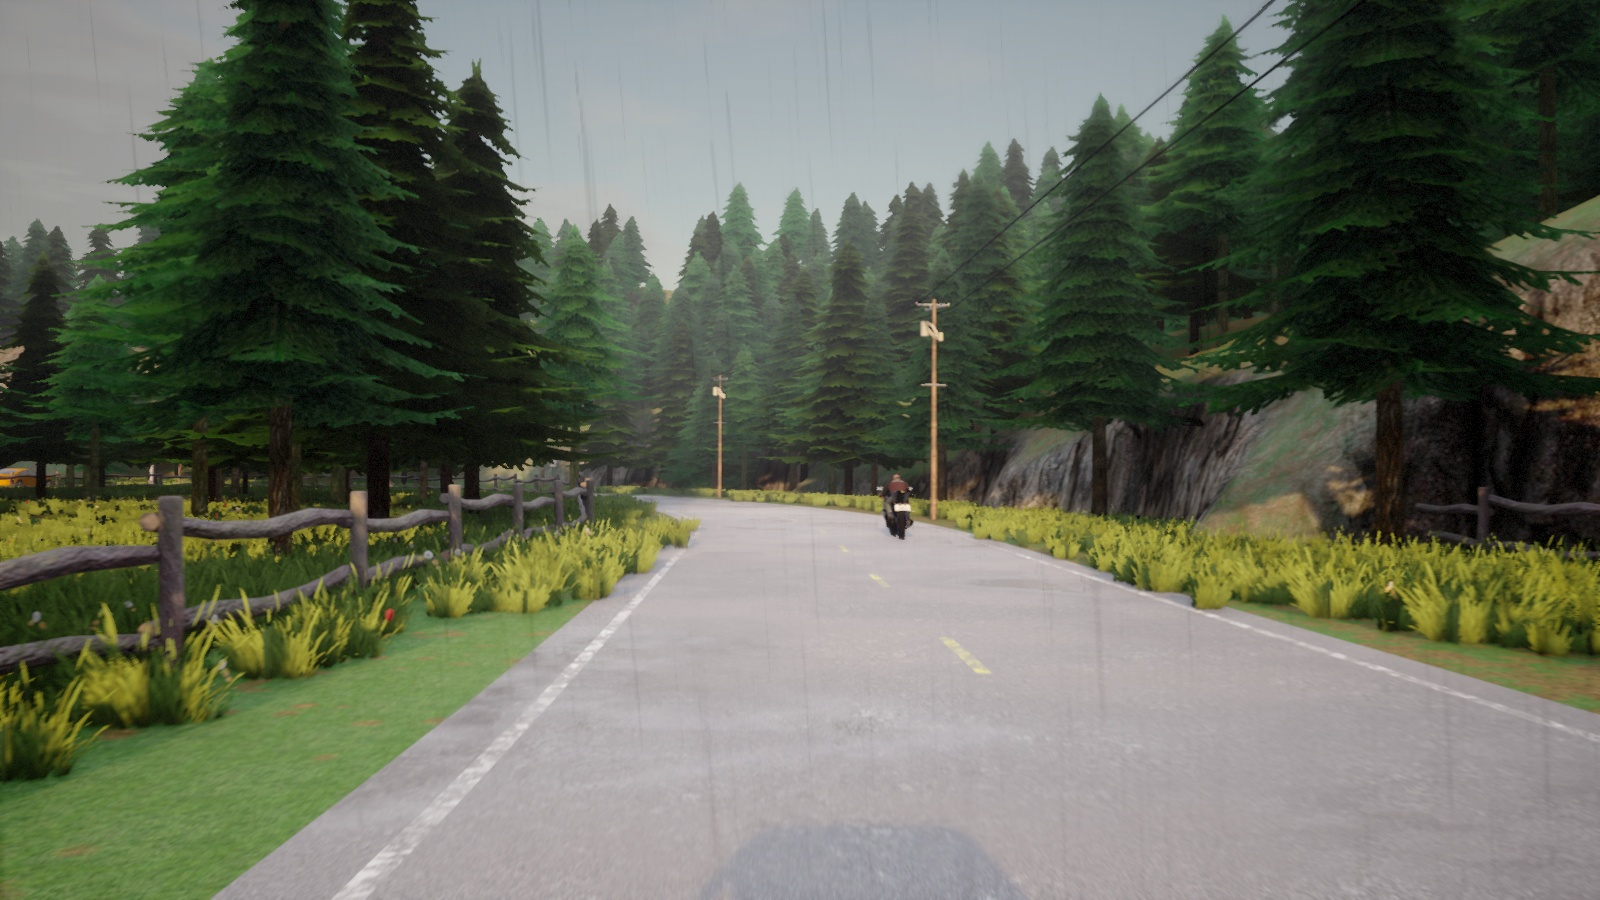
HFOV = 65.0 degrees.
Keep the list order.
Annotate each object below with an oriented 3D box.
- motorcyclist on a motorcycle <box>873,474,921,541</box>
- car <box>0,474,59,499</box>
[{"bbox_3d":[2.301,1.342,29.976,0.866,1.530,2.191,0,-1,-2],"label":"motorcyclist on a motorcycle"},{"bbox_3d":[-50.666,2.346,81.700,1.882,1.535,5.008,0,-1,0],"label":"car"}]
